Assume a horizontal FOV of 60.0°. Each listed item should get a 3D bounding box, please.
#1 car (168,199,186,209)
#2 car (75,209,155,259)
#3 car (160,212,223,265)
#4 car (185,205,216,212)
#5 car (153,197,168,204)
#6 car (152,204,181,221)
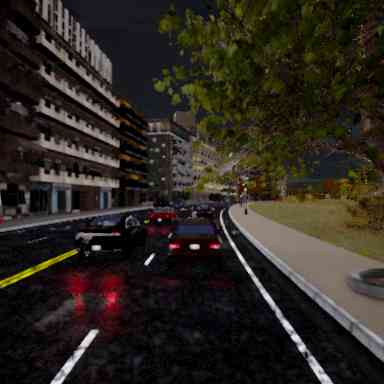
[{"bbox_3d":[-2.367,2.079,60.197,2.097,1.767,4.553,0,-1,8],"label":"car"},{"bbox_3d":[-3.040,1.638,13.344,2.128,1.511,4.902,0,0,2],"label":"car"},{"bbox_3d":[0.163,1.681,12.289,2.033,1.411,5.357,0,-1,2],"label":"car"},{"bbox_3d":[0.924,1.802,28.071,2.128,1.511,4.902,0,-1,4],"label":"car"},{"bbox_3d":[-5.561,1.954,60.652,2.150,2.045,5.566,0,-1,9],"label":"car"},{"bbox_3d":[-2.341,1.911,28.027,1.895,1.301,4.718,0,-1,4],"label":"car"}]
